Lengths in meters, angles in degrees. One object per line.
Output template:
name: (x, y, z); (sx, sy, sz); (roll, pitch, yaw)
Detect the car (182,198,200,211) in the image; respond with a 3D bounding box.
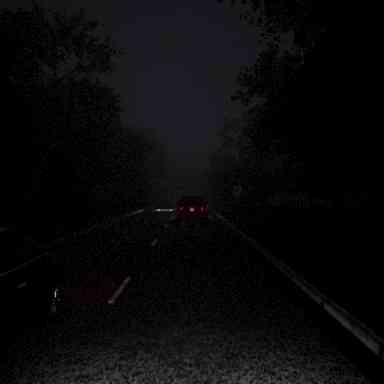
car: (-0.101, 1.524, 42.131); (2.128, 1.511, 4.902); (0, 0, 0)

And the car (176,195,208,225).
car: (-0.017, 1.249, 24.639); (2.150, 2.045, 5.566); (0, 0, 0)

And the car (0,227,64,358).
car: (-3.367, 1.358, 4.130); (2.097, 1.767, 4.553); (0, 0, 0)

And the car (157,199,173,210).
car: (-3.550, 1.594, 44.160); (1.994, 1.385, 4.181); (0, 0, 0)
